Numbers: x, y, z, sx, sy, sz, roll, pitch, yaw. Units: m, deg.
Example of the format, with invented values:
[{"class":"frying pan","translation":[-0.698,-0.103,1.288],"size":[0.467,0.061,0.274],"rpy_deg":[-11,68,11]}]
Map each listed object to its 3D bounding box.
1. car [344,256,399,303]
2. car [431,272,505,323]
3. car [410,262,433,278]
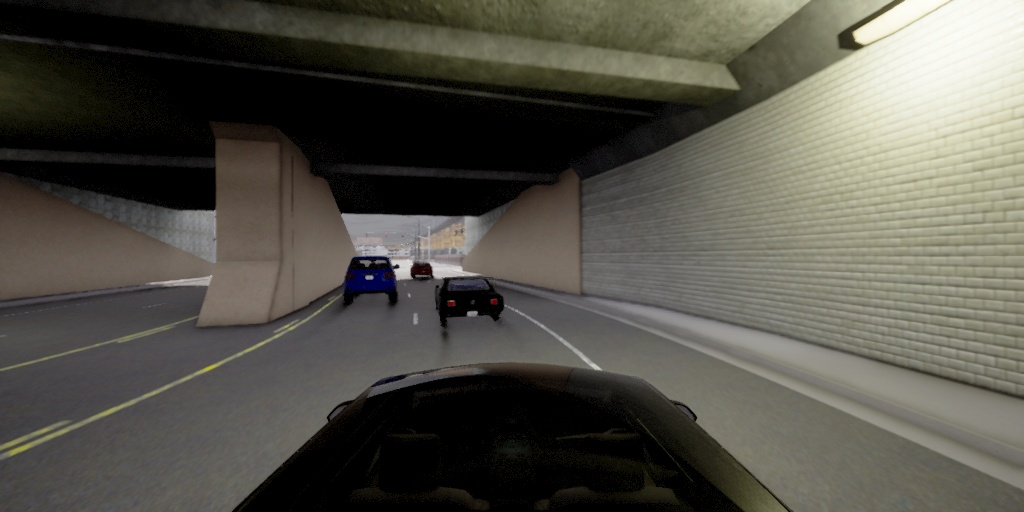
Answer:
[{"class":"car","translation":[-6.804,1.024,17.640],"size":[2.150,2.045,5.566],"rpy_deg":[0,0,-18]},{"class":"car","translation":[-1.655,1.361,12.350],"size":[1.895,1.301,4.718],"rpy_deg":[-1,0,-14]},{"class":"car","translation":[-8.925,1.293,35.437],"size":[1.882,1.535,5.008],"rpy_deg":[-1,0,-18]}]
